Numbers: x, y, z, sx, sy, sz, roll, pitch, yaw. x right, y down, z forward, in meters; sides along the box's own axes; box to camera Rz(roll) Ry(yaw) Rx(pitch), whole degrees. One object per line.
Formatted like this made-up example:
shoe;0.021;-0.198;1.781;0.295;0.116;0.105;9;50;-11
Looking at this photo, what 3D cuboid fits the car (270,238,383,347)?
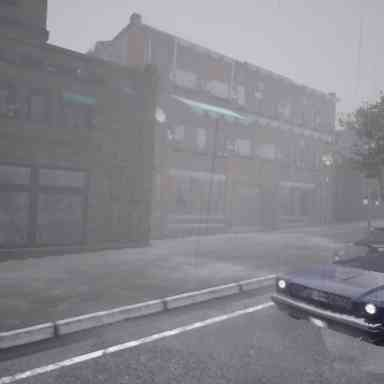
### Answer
car;3.653;1.612;6.186;4.718;1.301;1.895;0;0;-36
